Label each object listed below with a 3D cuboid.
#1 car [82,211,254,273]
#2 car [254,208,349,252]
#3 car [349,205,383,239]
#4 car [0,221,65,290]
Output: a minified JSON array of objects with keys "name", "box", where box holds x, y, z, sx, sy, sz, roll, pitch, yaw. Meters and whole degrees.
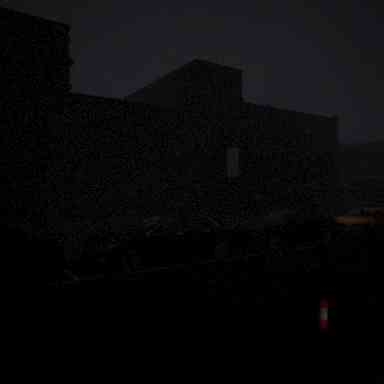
[{"name":"car","box":[-0.782,1.359,10.070,4.892,1.521,2.231,0,0,-33]},{"name":"car","box":[3.735,1.406,13.305,5.008,1.535,2.097,1,-1,-33]},{"name":"car","box":[8.918,1.445,17.027,5.366,1.575,1.946,1,0,-33]},{"name":"car","box":[-5.287,1.290,6.844,5.008,1.535,2.097,1,0,-33]}]
